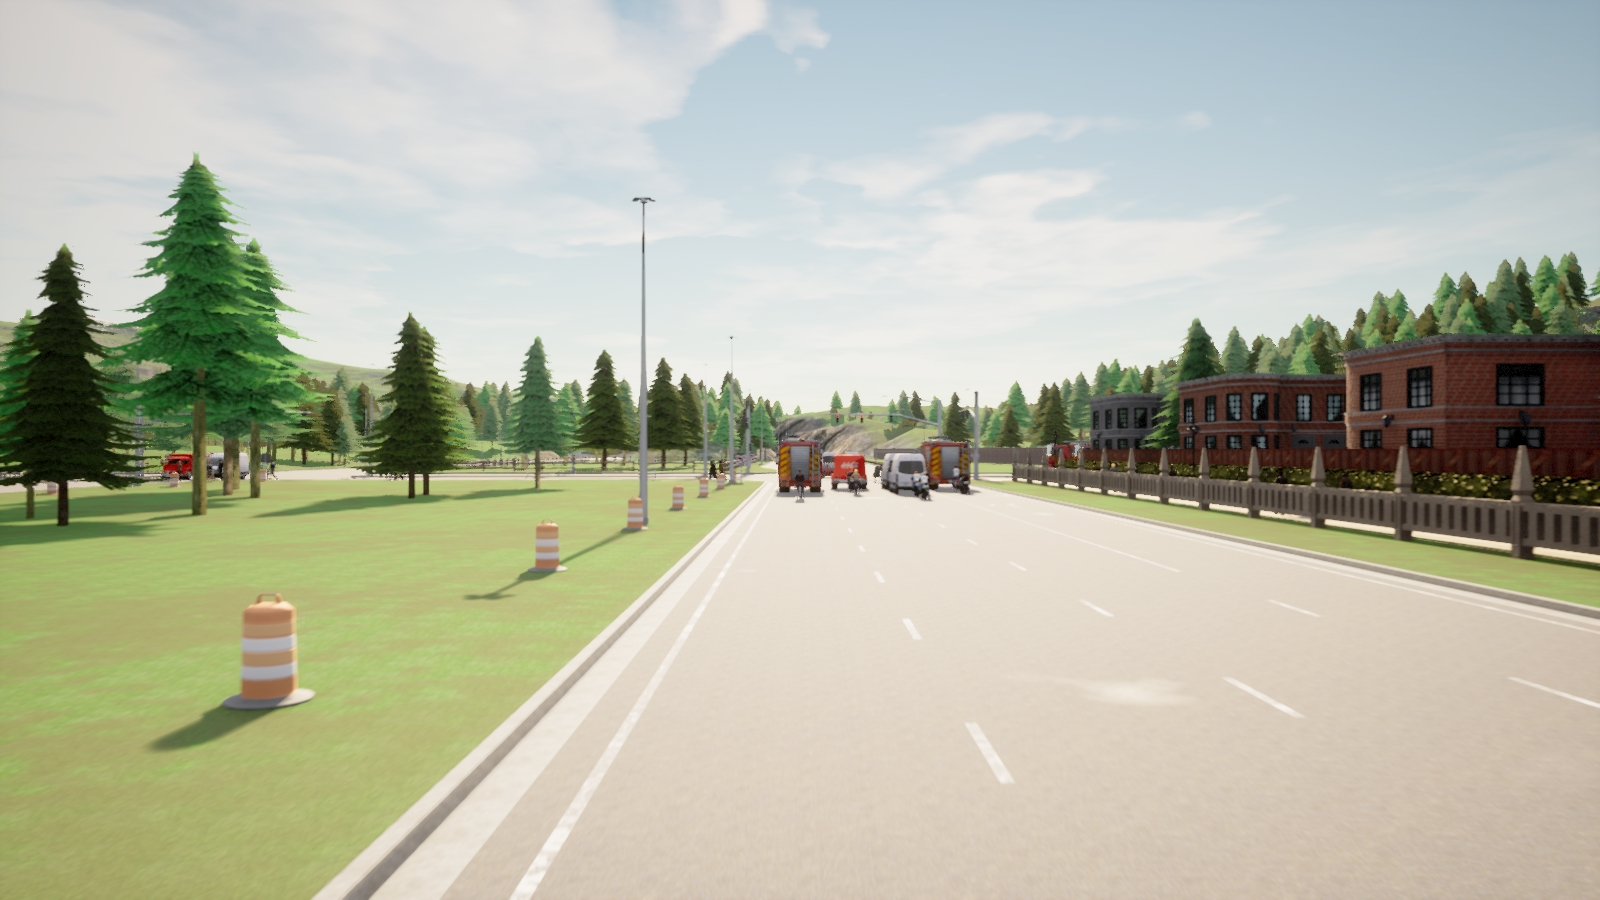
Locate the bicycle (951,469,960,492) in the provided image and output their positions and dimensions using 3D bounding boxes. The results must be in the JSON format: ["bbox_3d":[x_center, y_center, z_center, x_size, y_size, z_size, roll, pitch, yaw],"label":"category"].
[{"bbox_3d":[10.499,2.056,77.153,0.373,1.496,1.643,0,0,0],"label":"bicycle"}]

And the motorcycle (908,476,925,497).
[{"bbox_3d":[6.999,2.186,68.797,0.803,1.199,2.033,0,0,0],"label":"motorcycle"}]

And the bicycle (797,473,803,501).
[{"bbox_3d":[-0.007,2.060,64.156,0.329,1.471,1.835,0,0,0],"label":"bicycle"}]

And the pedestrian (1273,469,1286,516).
[{"bbox_3d":[19.201,1.697,45.743,0.375,1.860,0.375,0,0,0],"label":"pedestrian"}]

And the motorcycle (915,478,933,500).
[{"bbox_3d":[6.999,2.186,64.609,0.803,1.199,2.033,0,0,0],"label":"motorcycle"}]

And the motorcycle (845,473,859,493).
[{"bbox_3d":[3.490,2.205,76.710,0.867,1.251,2.209,0,0,0],"label":"motorcycle"}]

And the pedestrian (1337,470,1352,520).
[{"bbox_3d":[20.628,1.699,43.264,0.375,1.860,0.375,0,0,0],"label":"pedestrian"}]

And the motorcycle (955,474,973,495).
[{"bbox_3d":[10.499,2.205,73.192,0.867,1.251,2.209,0,0,0],"label":"motorcycle"}]

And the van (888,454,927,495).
[{"bbox_3d":[6.994,1.535,74.795,1.988,2.561,5.915,0,0,0],"label":"van"}]

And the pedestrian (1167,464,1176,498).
[{"bbox_3d":[20.311,1.697,62.431,0.375,1.860,0.375,0,0,0],"label":"pedestrian"}]

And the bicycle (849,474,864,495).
[{"bbox_3d":[3.488,2.158,71.065,0.859,1.277,1.487,0,0,0],"label":"bicycle"}]

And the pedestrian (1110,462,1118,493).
[{"bbox_3d":[19.280,1.696,70.155,0.375,1.860,0.375,0,0,1],"label":"pedestrian"}]

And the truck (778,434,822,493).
[{"bbox_3d":[-0.005,0.889,78.352,2.891,3.827,8.468,0,0,0],"label":"truck"}]
